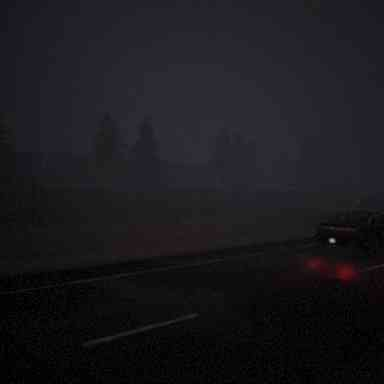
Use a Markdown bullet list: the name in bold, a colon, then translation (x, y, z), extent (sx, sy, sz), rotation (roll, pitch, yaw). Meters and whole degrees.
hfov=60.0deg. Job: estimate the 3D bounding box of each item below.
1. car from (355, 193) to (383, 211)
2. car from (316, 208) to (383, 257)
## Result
- **car**: translation (23.213, 1.217, 42.527), extent (5.566, 2.045, 2.150), rotation (0, 0, -39)
- **car**: translation (6.898, 1.490, 13.044), extent (4.902, 1.511, 2.128), rotation (0, 0, -35)
